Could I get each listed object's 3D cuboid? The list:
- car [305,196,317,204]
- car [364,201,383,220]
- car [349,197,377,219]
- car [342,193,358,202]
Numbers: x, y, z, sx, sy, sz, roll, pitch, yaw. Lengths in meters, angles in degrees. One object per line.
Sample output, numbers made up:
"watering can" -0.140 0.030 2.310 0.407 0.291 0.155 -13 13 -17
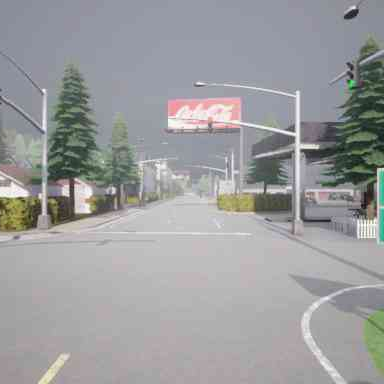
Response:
"car" 22.521 1.552 64.001 1.970 1.475 3.806 0 0 0
"car" 18.704 1.672 30.605 4.611 1.667 2.242 0 0 0
"car" 14.376 1.505 24.936 3.866 1.878 1.905 0 0 0
"car" 34.927 1.489 71.789 2.007 1.523 4.514 0 0 0
